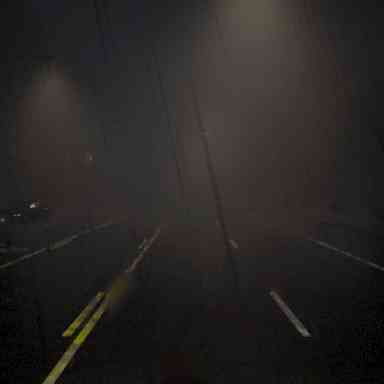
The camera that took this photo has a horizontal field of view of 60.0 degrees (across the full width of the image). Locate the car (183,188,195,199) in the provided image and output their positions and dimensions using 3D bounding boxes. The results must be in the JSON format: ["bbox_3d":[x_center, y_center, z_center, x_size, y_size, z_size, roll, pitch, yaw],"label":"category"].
[{"bbox_3d":[-0.541,0.251,67.495,2.150,2.045,5.566,0,2,0],"label":"car"}]

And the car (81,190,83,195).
[{"bbox_3d":[-26.594,-0.061,76.603,1.970,1.475,3.806,0,3,0],"label":"car"}]

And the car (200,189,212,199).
[{"bbox_3d":[2.961,0.555,67.505,2.033,1.411,5.357,0,2,0],"label":"car"}]

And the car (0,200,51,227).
[{"bbox_3d":[-10.752,1.311,21.335,2.128,1.511,4.902,0,1,-1],"label":"car"}]

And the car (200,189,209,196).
[{"bbox_3d":[2.874,0.018,77.908,1.812,1.442,4.674,0,3,0],"label":"car"}]
